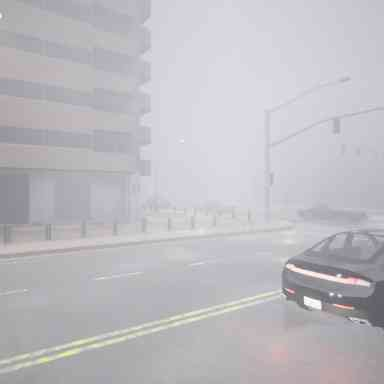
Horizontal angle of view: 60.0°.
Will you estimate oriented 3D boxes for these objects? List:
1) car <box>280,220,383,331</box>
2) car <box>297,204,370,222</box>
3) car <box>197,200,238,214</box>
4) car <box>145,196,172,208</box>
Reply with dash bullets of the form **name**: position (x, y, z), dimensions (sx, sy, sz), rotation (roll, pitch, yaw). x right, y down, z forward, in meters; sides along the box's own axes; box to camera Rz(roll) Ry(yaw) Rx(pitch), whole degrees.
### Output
- **car**: position (3.848, 1.492, 6.486), dimensions (4.902, 1.511, 2.128), rotation (0, 0, -35)
- **car**: position (10.195, 1.567, 24.211), dimensions (1.895, 1.301, 4.718), rotation (0, 0, -36)
- **car**: position (2.655, 1.545, 34.736), dimensions (1.895, 1.301, 4.718), rotation (0, 0, -35)
- **car**: position (-4.606, 1.296, 45.219), dimensions (2.097, 1.767, 4.553), rotation (0, 0, -34)
